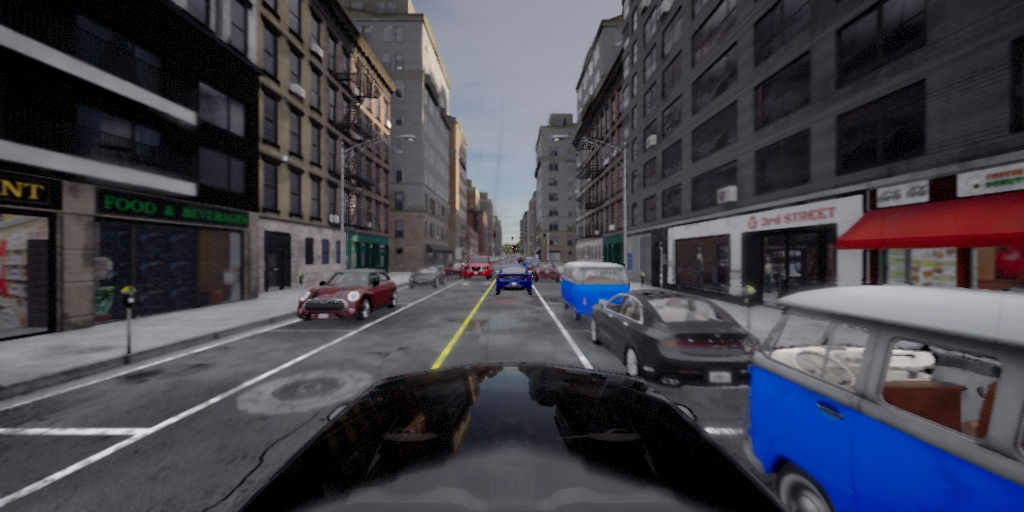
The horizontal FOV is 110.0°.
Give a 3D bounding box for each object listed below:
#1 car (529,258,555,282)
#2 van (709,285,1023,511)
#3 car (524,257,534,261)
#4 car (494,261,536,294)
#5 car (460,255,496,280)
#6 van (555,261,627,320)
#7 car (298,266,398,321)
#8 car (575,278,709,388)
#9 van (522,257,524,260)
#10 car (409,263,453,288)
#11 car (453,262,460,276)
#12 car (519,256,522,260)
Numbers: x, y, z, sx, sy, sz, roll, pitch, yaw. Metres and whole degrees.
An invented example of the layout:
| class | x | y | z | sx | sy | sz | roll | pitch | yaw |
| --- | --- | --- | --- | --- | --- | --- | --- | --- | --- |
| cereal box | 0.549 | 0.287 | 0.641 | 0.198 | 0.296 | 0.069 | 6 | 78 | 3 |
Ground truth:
| class | x | y | z | sx | sy | sz | roll | pitch | yaw |
| --- | --- | --- | --- | --- | --- | --- | --- | --- | --- |
| car | 2.648 | 1.185 | 28.773 | 1.967 | 1.591 | 4.097 | 0 | 0 | 0 |
| van | 2.638 | 1.091 | 1.219 | 1.690 | 1.789 | 3.998 | 0 | 0 | 0 |
| car | 2.652 | 1.185 | 39.795 | 1.967 | 1.591 | 4.097 | 0 | 0 | 0 |
| car | 0.107 | 1.224 | 20.140 | 1.882 | 1.535 | 5.008 | 0 | 0 | 0 |
| car | -2.825 | 0.967 | 30.932 | 2.150 | 2.045 | 5.566 | 0 | 0 | 0 |
| van | 2.642 | 1.087 | 12.240 | 1.690 | 1.789 | 3.998 | 0 | 0 | 0 |
| car | -5.383 | 1.187 | 12.243 | 1.967 | 1.591 | 4.097 | 0 | 0 | 0 |
| car | 2.640 | 1.298 | 6.730 | 2.007 | 1.370 | 4.403 | 0 | 0 | 0 |
| van | 2.656 | 1.085 | 50.817 | 1.690 | 1.789 | 3.998 | 0 | 0 | 0 |
| car | -5.379 | 1.297 | 23.265 | 2.007 | 1.370 | 4.403 | 0 | 0 | 0 |
| car | -5.375 | 1.292 | 34.287 | 1.888 | 1.381 | 4.507 | 0 | 0 | 0 |
| car | 2.658 | 1.057 | 56.329 | 2.192 | 1.841 | 5.009 | 0 | 0 | 0 |
